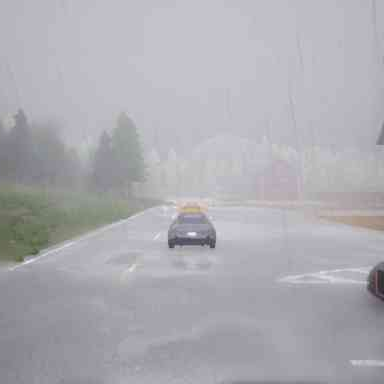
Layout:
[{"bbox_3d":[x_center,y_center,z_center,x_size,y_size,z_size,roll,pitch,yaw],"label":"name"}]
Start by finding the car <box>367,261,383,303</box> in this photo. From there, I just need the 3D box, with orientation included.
[{"bbox_3d":[5.558,1.546,6.054,4.181,1.381,1.994,0,0,-1],"label":"car"}]

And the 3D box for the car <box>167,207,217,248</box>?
[{"bbox_3d":[0.000,1.569,14.650,1.994,1.385,4.181,0,0,0],"label":"car"}]

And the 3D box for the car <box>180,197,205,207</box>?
[{"bbox_3d":[0.000,1.482,29.650,1.882,1.535,5.008,0,0,0],"label":"car"}]

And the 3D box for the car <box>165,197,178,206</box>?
[{"bbox_3d":[-3.500,1.558,55.390,1.812,1.442,4.674,0,0,0],"label":"car"}]
